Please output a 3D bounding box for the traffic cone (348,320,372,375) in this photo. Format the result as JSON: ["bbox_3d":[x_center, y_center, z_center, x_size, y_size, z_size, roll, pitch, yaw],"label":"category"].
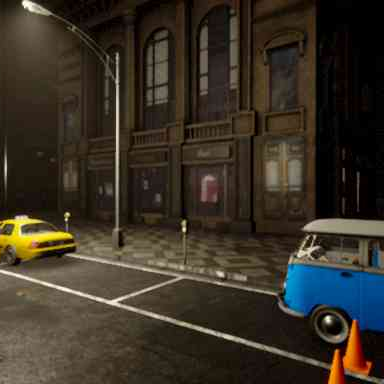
[{"bbox_3d":[2.110,1.954,4.301,0.340,0.580,0.340,0,0,36],"label":"traffic cone"}]

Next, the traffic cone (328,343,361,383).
[{"bbox_3d":[1.529,1.954,3.488,0.340,0.580,0.340,0,0,36],"label":"traffic cone"}]

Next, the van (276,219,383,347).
[{"bbox_3d":[3.324,1.341,4.709,3.998,1.788,1.690,0,0,36],"label":"van"}]

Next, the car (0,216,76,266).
[{"bbox_3d":[-5.954,1.498,11.346,4.829,1.417,1.752,0,0,36],"label":"car"}]
